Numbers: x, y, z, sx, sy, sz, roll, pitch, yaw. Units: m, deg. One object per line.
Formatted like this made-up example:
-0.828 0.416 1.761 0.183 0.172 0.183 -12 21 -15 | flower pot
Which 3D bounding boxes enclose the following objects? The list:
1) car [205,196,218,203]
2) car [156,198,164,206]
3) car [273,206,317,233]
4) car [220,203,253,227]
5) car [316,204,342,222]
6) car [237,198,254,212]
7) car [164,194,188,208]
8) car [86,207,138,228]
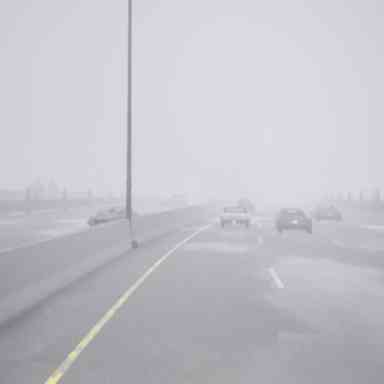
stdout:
3.671 1.514 62.660 1.882 1.535 5.008 0 -1 11 | car
-4.608 1.689 56.963 2.033 1.411 5.357 0 0 11 | car
6.112 1.652 20.493 1.994 1.385 4.181 0 0 11 | car
3.162 1.684 23.765 1.895 1.301 4.718 0 0 11 | car
11.113 1.697 27.877 1.994 1.385 4.181 0 0 11 | car
6.606 1.502 41.101 2.097 1.767 4.553 0 0 11 | car
-2.168 1.365 51.358 2.150 2.045 5.566 0 -1 12 | car
-4.804 1.601 20.602 1.994 1.385 4.181 0 0 11 | car
